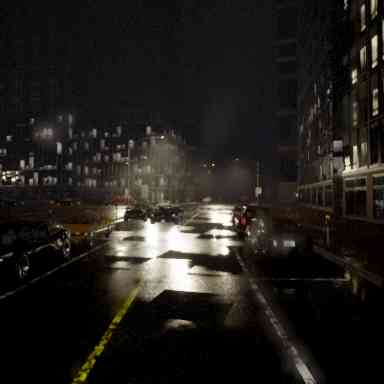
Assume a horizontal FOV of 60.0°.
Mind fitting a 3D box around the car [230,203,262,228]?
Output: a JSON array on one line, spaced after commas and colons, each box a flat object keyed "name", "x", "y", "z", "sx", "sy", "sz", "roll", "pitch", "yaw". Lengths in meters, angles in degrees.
[{"name": "car", "x": 3.651, "y": 1.552, "z": 23.235, "sx": 1.887, "sy": 1.381, "sz": 4.507, "roll": 1, "pitch": 0, "yaw": 5}]

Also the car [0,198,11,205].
[{"name": "car", "x": -40.168, "y": 1.977, "z": 68.861, "sx": 4.403, "sy": 1.369, "sz": 2.008, "roll": 0, "pitch": -1, "yaw": 15}]

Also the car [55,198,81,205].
[{"name": "car", "x": -23.981, "y": 1.871, "z": 64.426, "sx": 4.403, "sy": 1.369, "sz": 2.008, "roll": 0, "pitch": -1, "yaw": 15}]

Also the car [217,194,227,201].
[{"name": "car", "x": 8.109, "y": 1.513, "z": 89.921, "sx": 2.192, "sy": 1.841, "sz": 5.009, "roll": 1, "pitch": 0, "yaw": 16}]

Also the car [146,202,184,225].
[{"name": "car", "x": -1.746, "y": 1.617, "z": 24.141, "sx": 1.895, "sy": 1.301, "sz": 4.718, "roll": 0, "pitch": 0, "yaw": 4}]

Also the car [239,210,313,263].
[{"name": "car", "x": 2.974, "y": 1.568, "z": 11.925, "sx": 1.947, "sy": 1.339, "sz": 4.313, "roll": 1, "pitch": 0, "yaw": 2}]

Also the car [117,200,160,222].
[{"name": "car", "x": -4.131, "y": 1.573, "z": 26.414, "sx": 2.008, "sy": 1.369, "sz": 4.403, "roll": 1, "pitch": 0, "yaw": 5}]

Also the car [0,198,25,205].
[{"name": "car", "x": -31.445, "y": 1.756, "z": 58.302, "sx": 4.403, "sy": 1.369, "sz": 2.008, "roll": 0, "pitch": -1, "yaw": 15}]

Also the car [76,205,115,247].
[{"name": "car", "x": -4.894, "y": 1.537, "z": 15.315, "sx": 1.752, "sy": 1.417, "sz": 4.829, "roll": 1, "pitch": 0, "yaw": 3}]

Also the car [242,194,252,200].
[{"name": "car", "x": 12.555, "y": 1.426, "z": 76.074, "sx": 2.192, "sy": 1.841, "sz": 5.009, "roll": 1, "pitch": 0, "yaw": 15}]

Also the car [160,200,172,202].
[{"name": "car", "x": -3.007, "y": 1.588, "z": 37.172, "sx": 2.008, "sy": 1.369, "sz": 4.403, "roll": 1, "pitch": 0, "yaw": 7}]

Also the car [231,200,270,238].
[{"name": "car", "x": 3.264, "y": 1.445, "z": 17.605, "sx": 1.967, "sy": 1.590, "sz": 4.097, "roll": 1, "pitch": 0, "yaw": 4}]

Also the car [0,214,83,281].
[{"name": "car", "x": -5.122, "y": 1.573, "z": 9.991, "sx": 1.947, "sy": 1.339, "sz": 4.313, "roll": 1, "pitch": 0, "yaw": 2}]

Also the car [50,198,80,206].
[{"name": "car", "x": -20.659, "y": 1.685, "z": 55.346, "sx": 4.403, "sy": 1.369, "sz": 2.008, "roll": 0, "pitch": -1, "yaw": 15}]

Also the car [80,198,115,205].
[{"name": "car", "x": -15.266, "y": 1.665, "z": 53.868, "sx": 4.313, "sy": 1.339, "sz": 1.947, "roll": 0, "pitch": -1, "yaw": 15}]

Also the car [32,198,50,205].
[{"name": "car", "x": -29.541, "y": 1.882, "z": 65.949, "sx": 4.829, "sy": 1.417, "sz": 1.752, "roll": 0, "pitch": -1, "yaw": 15}]

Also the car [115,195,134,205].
[{"name": "car", "x": -13.190, "y": 1.564, "z": 61.473, "sx": 5.009, "sy": 1.841, "sz": 2.192, "roll": 0, "pitch": -1, "yaw": 15}]

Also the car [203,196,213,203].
[{"name": "car", "x": 3.555, "y": 1.661, "z": 73.829, "sx": 1.752, "sy": 1.417, "sz": 4.829, "roll": 1, "pitch": 0, "yaw": 14}]
